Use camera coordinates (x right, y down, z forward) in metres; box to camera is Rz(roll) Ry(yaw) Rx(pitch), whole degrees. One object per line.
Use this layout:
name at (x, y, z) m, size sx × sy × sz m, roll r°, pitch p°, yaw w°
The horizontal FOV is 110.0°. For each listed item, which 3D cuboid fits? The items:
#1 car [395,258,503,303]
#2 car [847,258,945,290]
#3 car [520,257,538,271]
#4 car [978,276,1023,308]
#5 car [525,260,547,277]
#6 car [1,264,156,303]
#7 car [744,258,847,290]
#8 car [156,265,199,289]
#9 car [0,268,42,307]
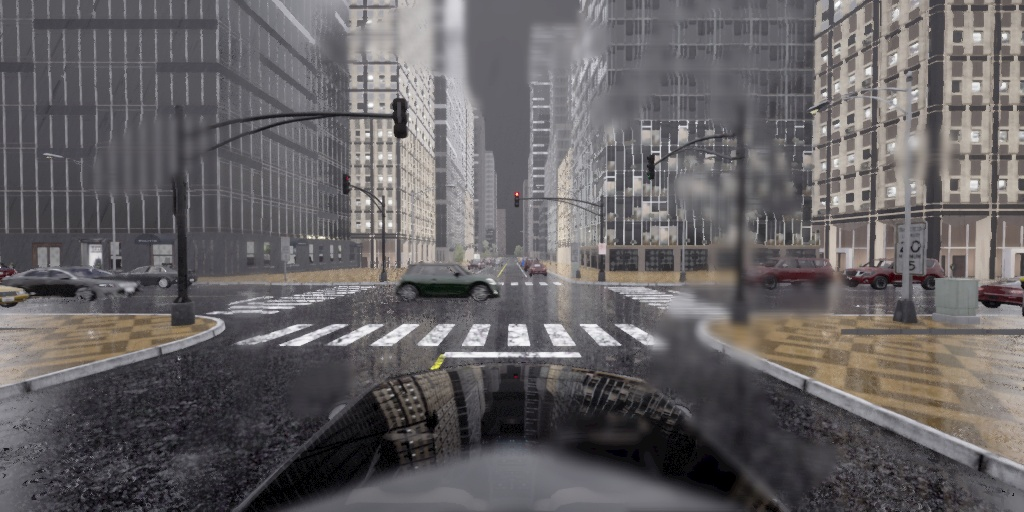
car at (-2.776, 1.093, 16.157) m, size 4.553 × 1.767 × 2.097 m, roll 0°, pitch 0°, yaw 0°
car at (22.900, 1.032, 21.649) m, size 5.009 × 1.841 × 2.192 m, roll 0°, pitch 0°, yaw 0°
car at (2.569, 1.044, 46.826) m, size 2.192 × 1.841 × 5.009 m, roll 0°, pitch 0°, yaw 0°
car at (20.184, 1.417, 13.506) m, size 4.207 × 1.307 × 1.802 m, roll 0°, pitch 0°, yaw 0°
car at (2.544, 1.317, 35.776) m, size 1.802 × 1.307 × 4.207 m, roll 0°, pitch 0°, yaw 0°
car at (-19.650, 1.234, 16.112) m, size 4.902 × 1.511 × 2.128 m, roll 0°, pitch 1°, yaw 0°
car at (16.568, 1.023, 21.637) m, size 5.009 × 1.841 × 2.192 m, roll 0°, pitch 0°, yaw 0°
car at (-21.442, 1.203, 21.564) m, size 4.403 × 1.370 × 2.007 m, roll 0°, pitch 0°, yaw 0°
car at (-21.257, 1.300, 13.426) m, size 4.829 × 1.417 × 1.751 m, roll 0°, pitch 0°, yaw 0°
